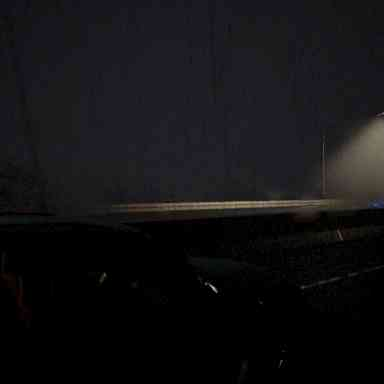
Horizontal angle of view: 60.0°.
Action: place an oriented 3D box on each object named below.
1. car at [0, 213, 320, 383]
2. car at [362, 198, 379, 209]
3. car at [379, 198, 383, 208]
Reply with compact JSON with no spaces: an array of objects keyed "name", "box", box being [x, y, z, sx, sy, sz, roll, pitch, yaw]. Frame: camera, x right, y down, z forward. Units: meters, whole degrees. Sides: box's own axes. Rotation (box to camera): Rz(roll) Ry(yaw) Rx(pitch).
[{"name":"car","box":[-1.235,1.221,2.987,5.566,2.045,2.150,0,0,-35]},{"name":"car","box":[22.901,1.486,40.866,5.008,1.535,1.882,0,0,-34]},{"name":"car","box":[23.198,1.360,36.852,4.553,1.767,2.097,0,0,-34]}]
